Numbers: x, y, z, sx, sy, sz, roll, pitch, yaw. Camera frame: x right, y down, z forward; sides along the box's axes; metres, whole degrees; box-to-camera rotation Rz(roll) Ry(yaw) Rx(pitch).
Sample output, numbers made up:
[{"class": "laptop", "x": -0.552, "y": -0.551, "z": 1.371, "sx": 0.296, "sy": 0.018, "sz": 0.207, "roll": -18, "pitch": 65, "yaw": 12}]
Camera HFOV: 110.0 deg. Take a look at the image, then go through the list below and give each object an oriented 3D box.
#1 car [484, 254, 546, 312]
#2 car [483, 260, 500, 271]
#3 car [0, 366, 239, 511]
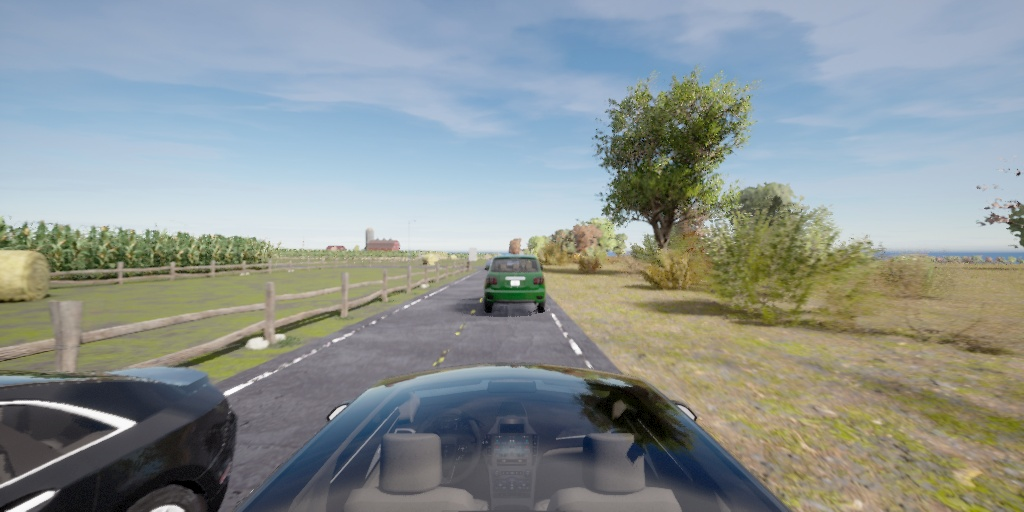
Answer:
[{"class": "car", "x": 0.099, "y": 0.956, "z": 14.303, "sx": 2.150, "sy": 2.045, "sz": 5.566, "roll": 0, "pitch": 0, "yaw": 0}, {"class": "car", "x": -2.756, "y": 1.256, "z": 49.429, "sx": 2.033, "sy": 1.411, "sz": 5.357, "roll": 0, "pitch": 0, "yaw": 0}, {"class": "car", "x": -2.851, "y": 1.257, "z": 0.516, "sx": 1.837, "sy": 1.490, "sz": 4.892, "roll": 0, "pitch": 0, "yaw": 0}]
